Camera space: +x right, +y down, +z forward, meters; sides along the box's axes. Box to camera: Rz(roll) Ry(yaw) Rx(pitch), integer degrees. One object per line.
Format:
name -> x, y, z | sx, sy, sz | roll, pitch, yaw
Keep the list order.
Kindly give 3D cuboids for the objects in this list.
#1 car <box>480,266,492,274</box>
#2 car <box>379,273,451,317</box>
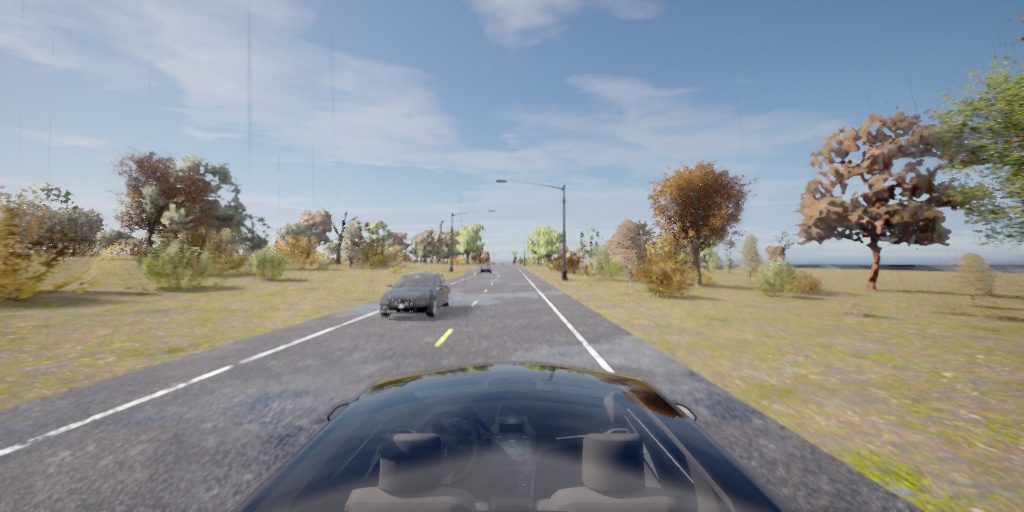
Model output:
car -> -4.033, 2.135, 55.209 | 1.895, 1.301, 4.718 | 0, -1, -4
car -> -3.599, 1.430, 14.075 | 1.837, 1.490, 4.892 | 0, -1, 0
